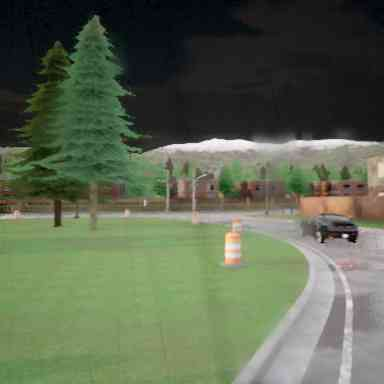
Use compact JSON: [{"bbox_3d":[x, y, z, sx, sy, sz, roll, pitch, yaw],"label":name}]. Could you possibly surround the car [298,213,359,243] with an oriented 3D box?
[{"bbox_3d":[7.499,1.960,18.711,1.837,1.490,4.892,0,-2,0],"label":"car"}]
